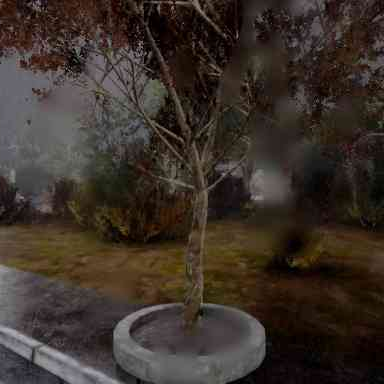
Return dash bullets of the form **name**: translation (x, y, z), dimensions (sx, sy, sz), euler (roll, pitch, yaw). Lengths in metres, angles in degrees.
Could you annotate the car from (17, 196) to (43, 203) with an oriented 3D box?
- **car**: translation (-22.061, 1.217, 44.900), dimensions (2.033, 1.411, 5.357), euler (1, 0, 32)
